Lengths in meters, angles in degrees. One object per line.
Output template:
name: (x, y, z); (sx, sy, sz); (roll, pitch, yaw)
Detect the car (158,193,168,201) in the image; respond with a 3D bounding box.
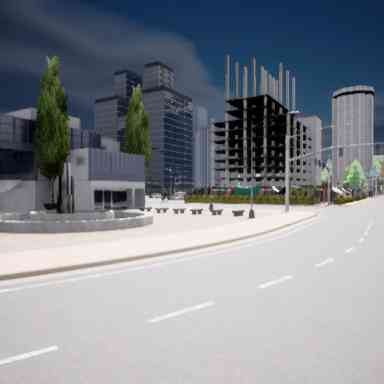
car: (-5.645, 1.110, 79.658); (1.905, 1.878, 3.866); (0, 0, 32)

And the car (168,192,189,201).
car: (-3.184, 1.349, 78.133); (1.970, 1.475, 3.806); (0, 0, 32)
